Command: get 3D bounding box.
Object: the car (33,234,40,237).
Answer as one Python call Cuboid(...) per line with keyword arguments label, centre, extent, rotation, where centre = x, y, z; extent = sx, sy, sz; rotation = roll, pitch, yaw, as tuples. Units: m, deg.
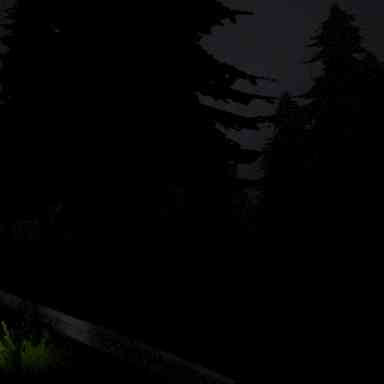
Cuboid(label="car", centre=(-18.707, 5.948, 41.732), extent=(2.033, 1.411, 5.357), rotation=(-4, -7, -5))
